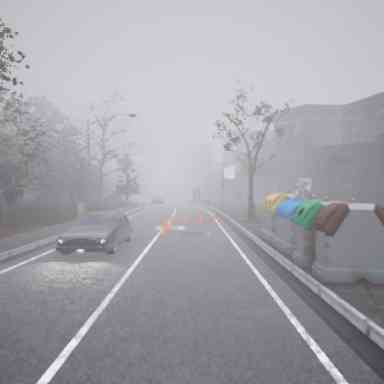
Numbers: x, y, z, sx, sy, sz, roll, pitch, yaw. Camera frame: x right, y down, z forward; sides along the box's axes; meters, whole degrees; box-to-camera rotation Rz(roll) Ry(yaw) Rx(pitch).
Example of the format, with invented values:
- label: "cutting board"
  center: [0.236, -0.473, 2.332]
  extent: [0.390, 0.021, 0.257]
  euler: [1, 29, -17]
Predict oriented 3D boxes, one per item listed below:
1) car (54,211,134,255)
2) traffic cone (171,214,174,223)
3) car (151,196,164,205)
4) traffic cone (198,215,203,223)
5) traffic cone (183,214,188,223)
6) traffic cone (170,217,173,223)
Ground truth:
- label: "car"
  center: [-3.571, 1.486, 13.300]
  extent: [2.033, 1.411, 5.357]
  euler: [0, 0, 0]
- label: "traffic cone"
  center: [-1.433, 1.859, 21.129]
  extent: [0.340, 0.580, 0.340]
  euler: [0, 0, 0]
- label: "car"
  center: [-5.780, 1.344, 55.013]
  extent: [2.033, 1.411, 5.357]
  euler: [-1, 0, -10]
- label: "traffic cone"
  center: [0.563, 1.851, 23.115]
  extent: [0.340, 0.580, 0.340]
  euler: [0, 0, 1]
- label: "traffic cone"
  center: [-0.430, 1.851, 23.119]
  extent: [0.340, 0.580, 0.340]
  euler: [0, 0, 0]
- label: "traffic cone"
  center: [-1.438, 1.868, 19.128]
  extent: [0.340, 0.580, 0.340]
  euler: [0, 0, 0]
